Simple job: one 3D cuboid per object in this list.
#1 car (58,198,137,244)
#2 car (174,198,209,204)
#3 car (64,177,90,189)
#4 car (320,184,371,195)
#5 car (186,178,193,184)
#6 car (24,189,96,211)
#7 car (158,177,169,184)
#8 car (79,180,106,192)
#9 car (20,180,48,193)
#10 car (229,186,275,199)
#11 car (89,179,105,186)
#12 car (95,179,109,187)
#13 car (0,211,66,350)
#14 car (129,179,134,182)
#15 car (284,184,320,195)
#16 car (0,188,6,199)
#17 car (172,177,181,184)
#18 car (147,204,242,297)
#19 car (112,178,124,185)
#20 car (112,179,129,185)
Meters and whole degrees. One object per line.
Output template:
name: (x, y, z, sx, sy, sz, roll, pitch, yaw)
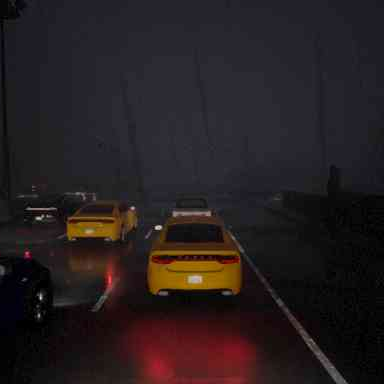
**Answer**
car: (-3.495, 1.061, 13.718, 1.882, 1.535, 5.008, 0, 3, 0)
car: (-0.023, 0.973, 17.764, 1.895, 1.301, 4.718, 0, 3, 0)
car: (-17.980, -1.263, 51.900, 2.150, 2.045, 5.566, 0, 3, 0)
car: (17.666, -0.217, 37.783, 4.902, 1.511, 2.128, 0, 3, 2)
car: (-0.664, -2.835, 86.568, 2.128, 1.511, 4.902, 0, 3, 0)
car: (-7.024, 0.865, 17.628, 2.128, 1.511, 4.902, 0, 3, 0)
car: (-7.660, -2.821, 86.054, 2.128, 1.511, 4.902, 0, 3, 0)
car: (-14.463, -0.698, 48.517, 1.895, 1.301, 4.718, 0, 3, 0)
car: (-21.437, -0.770, 45.195, 2.097, 1.767, 4.553, 0, 3, 0)
car: (6.183, 0.059, 34.665, 4.718, 1.301, 1.895, 0, 3, 6)
car: (-21.580, -2.253, 75.735, 2.128, 1.511, 4.902, 0, 3, 0)
car: (-18.009, -1.760, 66.586, 2.128, 1.511, 4.902, 0, 3, 0)
car: (-3.427, 1.313, 3.887, 2.097, 1.767, 4.553, 0, 1, 0)
car: (-14.593, -2.390, 77.426, 1.882, 1.535, 5.008, 0, 3, 0)
car: (13.806, -0.305, 41.408, 4.718, 1.301, 1.895, 0, 3, 2)
car: (-17.814, 0.288, 28.925, 1.812, 1.442, 4.674, 0, 3, 0)
car: (-4.160, -2.872, 86.078, 1.882, 1.535, 5.008, 0, 3, 0)
car: (0.043, 1.316, 8.395, 1.882, 1.535, 5.008, 0, 2, 0)
car: (-18.125, -2.565, 81.488, 1.812, 1.442, 4.674, 0, 3, 0)
car: (-14.523, -1.790, 66.891, 1.837, 1.490, 4.892, 0, 3, 0)
